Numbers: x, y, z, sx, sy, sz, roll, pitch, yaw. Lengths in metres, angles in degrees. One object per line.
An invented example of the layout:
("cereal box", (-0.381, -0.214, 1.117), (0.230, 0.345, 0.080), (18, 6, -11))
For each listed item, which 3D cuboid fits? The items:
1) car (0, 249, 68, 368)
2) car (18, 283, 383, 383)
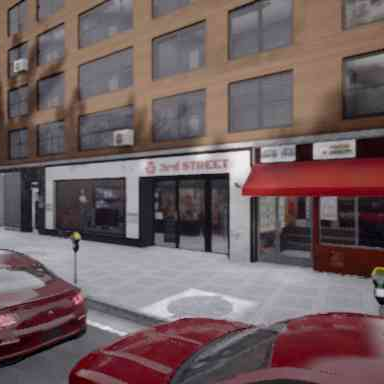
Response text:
("car", (-3.402, 1.588, 5.273), (4.206, 1.307, 1.802), (0, 0, 35))
("car", (1.002, 1.545, 2.133), (4.507, 1.381, 1.887), (0, 0, 35))
